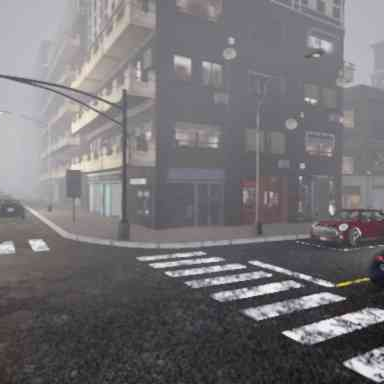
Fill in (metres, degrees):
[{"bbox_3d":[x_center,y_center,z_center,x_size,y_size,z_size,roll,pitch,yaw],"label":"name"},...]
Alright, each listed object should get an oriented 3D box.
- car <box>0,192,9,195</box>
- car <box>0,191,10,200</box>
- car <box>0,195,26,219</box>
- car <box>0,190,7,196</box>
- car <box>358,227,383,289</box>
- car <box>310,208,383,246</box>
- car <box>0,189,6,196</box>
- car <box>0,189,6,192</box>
[{"bbox_3d":[-17.362,0.947,31.128,1.887,1.381,4.507,0,1,-30],"label":"car"},{"bbox_3d":[-31.589,0.538,55.554,1.887,1.381,4.507,0,1,-30],"label":"car"},{"bbox_3d":[-12.346,1.113,22.517,1.947,1.339,4.313,0,1,-30],"label":"car"},{"bbox_3d":[-42.972,0.236,75.097,1.947,1.339,4.313,0,1,-30],"label":"car"},{"bbox_3d":[6.188,1.646,7.915,4.181,1.385,1.994,1,1,-31],"label":"car"},{"bbox_3d":[7.329,1.491,15.242,4.097,1.590,1.967,1,-1,-31],"label":"car"},{"bbox_3d":[-45.818,0.029,79.980,1.967,1.590,4.097,0,1,-30],"label":"car"},{"bbox_3d":[-25.899,0.707,45.784,2.008,1.369,4.403,0,1,-30],"label":"car"}]
